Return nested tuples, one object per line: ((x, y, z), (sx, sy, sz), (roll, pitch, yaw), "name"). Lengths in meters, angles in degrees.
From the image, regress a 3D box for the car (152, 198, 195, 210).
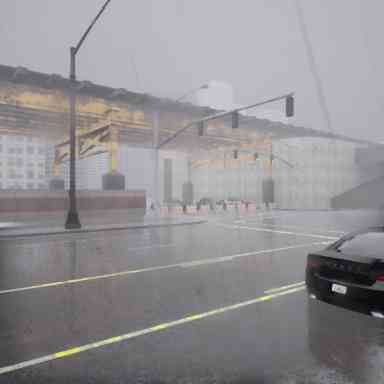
((-2.061, 1.295, 37.246), (4.536, 1.218, 1.853), (0, 0, 8), "car")

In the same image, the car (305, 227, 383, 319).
((4.486, 1.478, 7.043), (5.008, 1.535, 1.882), (0, 0, -36), "car")

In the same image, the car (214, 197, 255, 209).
((5.590, 1.453, 43.750), (4.974, 1.542, 2.038), (0, 0, -7), "car")

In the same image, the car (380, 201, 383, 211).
((24.243, 1.491, 39.771), (4.902, 1.511, 2.128), (0, 0, -37), "car")

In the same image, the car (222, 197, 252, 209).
((5.538, 1.295, 43.743), (4.536, 1.218, 1.853), (0, 0, -7), "car")

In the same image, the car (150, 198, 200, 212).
((-2.010, 1.453, 37.240), (4.974, 1.542, 2.038), (0, 0, 8), "car")

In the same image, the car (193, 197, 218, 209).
((1.727, 1.295, 40.006), (1.853, 1.218, 4.536), (0, 0, 18), "car")

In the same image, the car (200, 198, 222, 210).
((1.712, 1.453, 39.957), (2.038, 1.542, 4.974), (0, 0, 18), "car")
